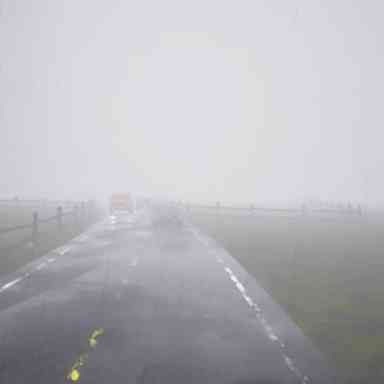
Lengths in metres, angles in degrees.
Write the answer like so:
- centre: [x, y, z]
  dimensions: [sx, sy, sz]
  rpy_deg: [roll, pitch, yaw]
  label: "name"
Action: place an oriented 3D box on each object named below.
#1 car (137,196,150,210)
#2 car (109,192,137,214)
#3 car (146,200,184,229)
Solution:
- centre: [-6.006, 1.314, 40.433]
  dimensions: [1.837, 1.490, 4.892]
  rpy_deg: [0, 0, -16]
  label: "car"
- centre: [-7.082, 1.076, 33.296]
  dimensions: [2.150, 2.045, 5.566]
  rpy_deg: [0, 0, -14]
  label: "car"
- centre: [-1.686, 1.469, 21.338]
  dimensions: [2.033, 1.411, 5.357]
  rpy_deg: [0, 0, -9]
  label: "car"
